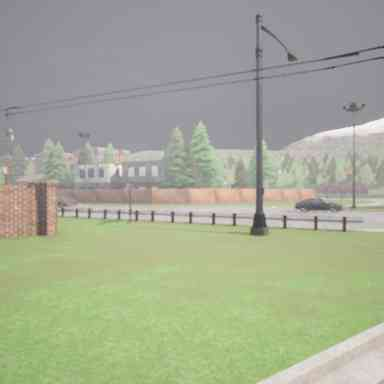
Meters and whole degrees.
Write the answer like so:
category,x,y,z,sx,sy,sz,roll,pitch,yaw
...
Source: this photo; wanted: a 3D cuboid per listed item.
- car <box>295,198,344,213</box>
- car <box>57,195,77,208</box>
category,x,y,z,sx,sy,sz,roll,pitch,yaw
car,13.002,1.360,34.083,4.674,1.442,1.812,0,0,29
car,-18.769,1.283,47.876,4.553,1.767,2.097,0,0,29
